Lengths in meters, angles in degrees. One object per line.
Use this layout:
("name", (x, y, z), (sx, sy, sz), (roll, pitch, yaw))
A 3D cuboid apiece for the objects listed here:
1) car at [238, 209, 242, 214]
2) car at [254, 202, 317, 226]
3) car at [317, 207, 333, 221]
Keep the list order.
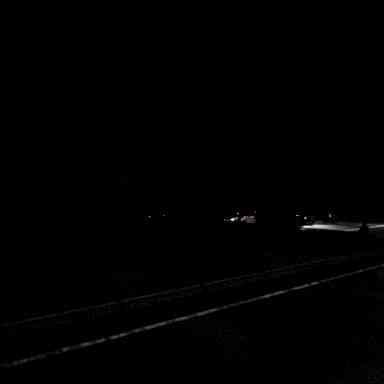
("car", (2.734, 1.787, 34.667), (2.033, 1.411, 5.357), (0, -1, -42))
("car", (6.622, 1.651, 24.601), (1.994, 1.385, 4.181), (0, -1, -39))
("car", (8.981, 1.586, 27.250), (2.128, 1.511, 4.902), (0, -1, -39))
